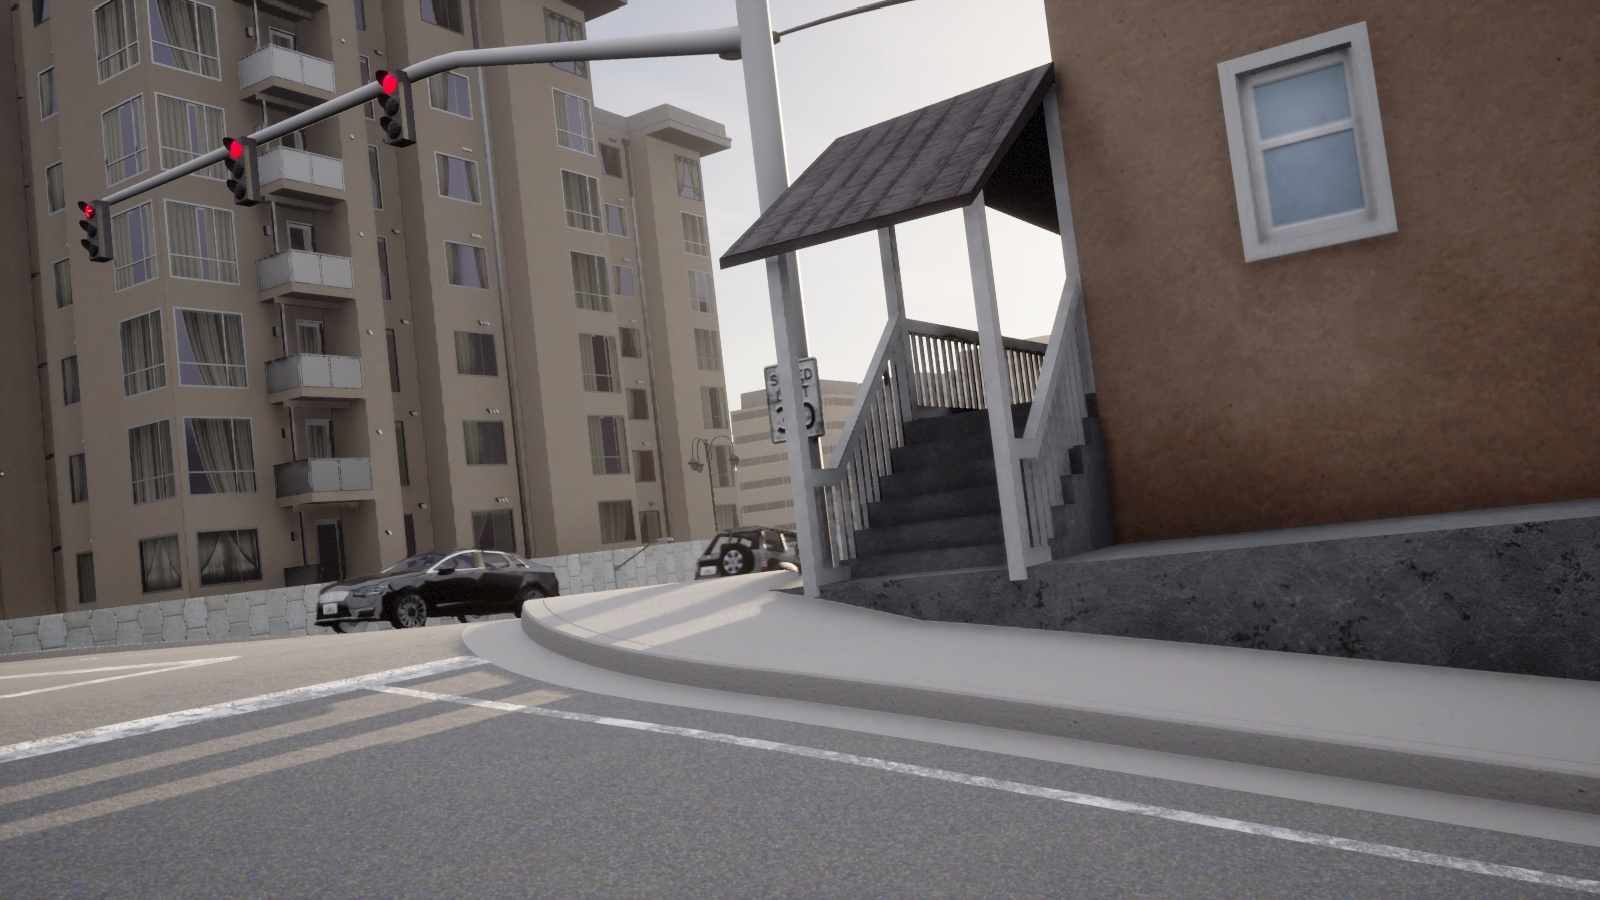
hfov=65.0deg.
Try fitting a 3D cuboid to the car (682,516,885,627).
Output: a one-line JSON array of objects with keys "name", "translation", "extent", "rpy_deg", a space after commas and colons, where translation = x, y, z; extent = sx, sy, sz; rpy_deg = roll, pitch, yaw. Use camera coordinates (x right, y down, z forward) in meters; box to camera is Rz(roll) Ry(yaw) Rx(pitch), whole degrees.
[{"name": "car", "translation": [-0.256, 2.669, 26.560], "extent": [1.932, 1.855, 4.605], "rpy_deg": [-10, -14, 33]}]

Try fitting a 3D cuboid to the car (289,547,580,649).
[{"name": "car", "translation": [-6.620, 2.682, 23.291], "extent": [2.128, 1.511, 4.902], "rpy_deg": [-10, -9, 33]}]
